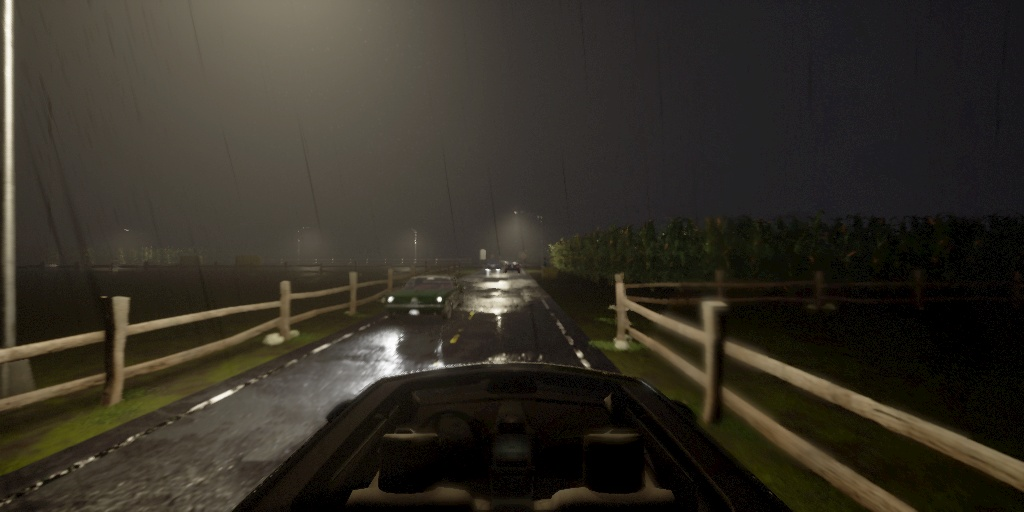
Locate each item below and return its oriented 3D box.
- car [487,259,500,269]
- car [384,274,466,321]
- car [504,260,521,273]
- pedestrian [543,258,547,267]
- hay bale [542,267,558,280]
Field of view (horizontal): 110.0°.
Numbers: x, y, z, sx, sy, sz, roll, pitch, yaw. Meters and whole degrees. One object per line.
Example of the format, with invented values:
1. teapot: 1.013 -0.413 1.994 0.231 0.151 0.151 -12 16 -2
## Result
1. car: -2.786 1.239 54.594 1.812 1.442 4.674 0 0 1
2. car: -2.849 1.348 12.685 1.895 1.301 4.718 0 0 0
3. car: 0.050 1.273 42.595 2.033 1.411 5.357 0 0 1
4. pedestrian: 2.830 1.028 30.892 0.375 1.860 0.375 -1 1 -5
5. hay bale: 3.130 1.392 29.806 1.220 1.180 1.240 0 0 0
